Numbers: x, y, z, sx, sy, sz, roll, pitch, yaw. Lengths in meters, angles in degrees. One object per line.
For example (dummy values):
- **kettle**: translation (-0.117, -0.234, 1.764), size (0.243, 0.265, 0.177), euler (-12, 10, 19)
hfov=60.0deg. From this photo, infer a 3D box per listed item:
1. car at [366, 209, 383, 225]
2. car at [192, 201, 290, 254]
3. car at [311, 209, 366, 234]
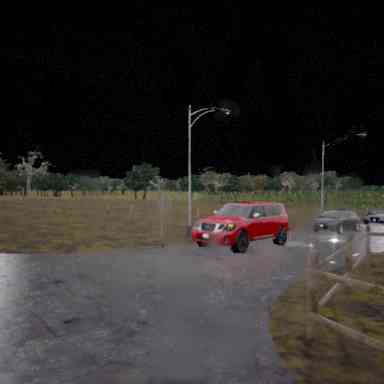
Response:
- **car**: translation (17.044, 2.269, 29.965), size (1.994, 1.385, 4.181), euler (1, -1, 44)
- **car**: translation (2.439, 1.464, 15.247), size (2.150, 2.045, 5.566), euler (1, -1, 43)
- **car**: translation (9.948, 1.974, 22.865), size (4.892, 1.490, 1.837), euler (2, -1, -45)
